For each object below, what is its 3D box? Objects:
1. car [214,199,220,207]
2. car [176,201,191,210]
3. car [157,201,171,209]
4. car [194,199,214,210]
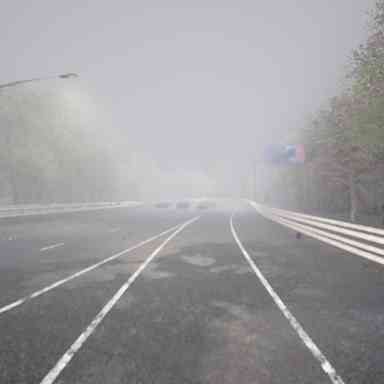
[{"bbox_3d":[4.346,2.517,72.386,1.994,1.385,4.181,0,-1,8],"label":"car"},{"bbox_3d":[-1.407,2.205,57.468,1.882,1.535,5.008,0,-1,8],"label":"car"},{"bbox_3d":[-4.860,2.241,58.031,1.812,1.442,4.674,0,-1,8],"label":"car"},{"bbox_3d":[2.037,2.286,56.856,2.033,1.411,5.357,0,-1,8],"label":"car"}]
